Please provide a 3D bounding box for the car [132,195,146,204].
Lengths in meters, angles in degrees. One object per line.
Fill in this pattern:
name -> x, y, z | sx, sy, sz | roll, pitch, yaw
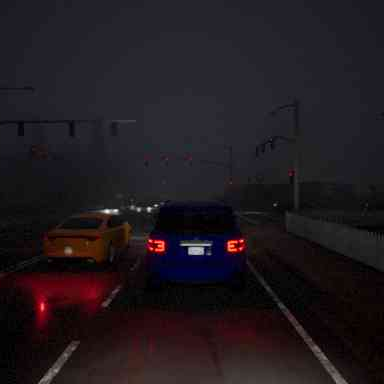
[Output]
car -> -10.350, 1.477, 65.378 | 1.882, 1.535, 5.008 | 0, 0, 1

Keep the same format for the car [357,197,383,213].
car -> 20.528, 1.352, 36.316 | 4.553, 1.767, 2.097 | 0, 0, -1

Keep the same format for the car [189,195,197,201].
car -> 0.236, 1.540, 85.467 | 2.033, 1.411, 5.357 | 0, 0, 0

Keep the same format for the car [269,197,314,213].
car -> 10.746, 1.352, 36.100 | 4.553, 1.767, 2.097 | 0, 0, -1

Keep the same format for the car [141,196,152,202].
car -> -10.292, 1.595, 75.302 | 1.895, 1.301, 4.718 | 0, 0, 0

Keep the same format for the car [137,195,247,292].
car -> 0.087, 1.221, 9.050 | 2.150, 2.045, 5.566 | 0, 0, 0

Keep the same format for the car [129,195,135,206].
car -> -10.431, 1.351, 55.529 | 2.097, 1.767, 4.553 | 0, 0, 0

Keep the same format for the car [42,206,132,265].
car -> -3.392, 1.478, 11.674 | 1.882, 1.535, 5.008 | 0, 0, 0

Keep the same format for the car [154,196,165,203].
car -> -6.805, 1.524, 70.754 | 1.812, 1.442, 4.674 | 0, 0, 0

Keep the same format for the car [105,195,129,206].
car -> -10.470, 1.493, 45.228 | 2.128, 1.511, 4.902 | 0, 0, 0

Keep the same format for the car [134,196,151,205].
car -> -6.946, 1.525, 49.498 | 1.812, 1.442, 4.674 | 0, 0, 0

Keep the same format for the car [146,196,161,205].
car -> -6.903, 1.547, 60.495 | 2.033, 1.411, 5.357 | 0, 0, 1
